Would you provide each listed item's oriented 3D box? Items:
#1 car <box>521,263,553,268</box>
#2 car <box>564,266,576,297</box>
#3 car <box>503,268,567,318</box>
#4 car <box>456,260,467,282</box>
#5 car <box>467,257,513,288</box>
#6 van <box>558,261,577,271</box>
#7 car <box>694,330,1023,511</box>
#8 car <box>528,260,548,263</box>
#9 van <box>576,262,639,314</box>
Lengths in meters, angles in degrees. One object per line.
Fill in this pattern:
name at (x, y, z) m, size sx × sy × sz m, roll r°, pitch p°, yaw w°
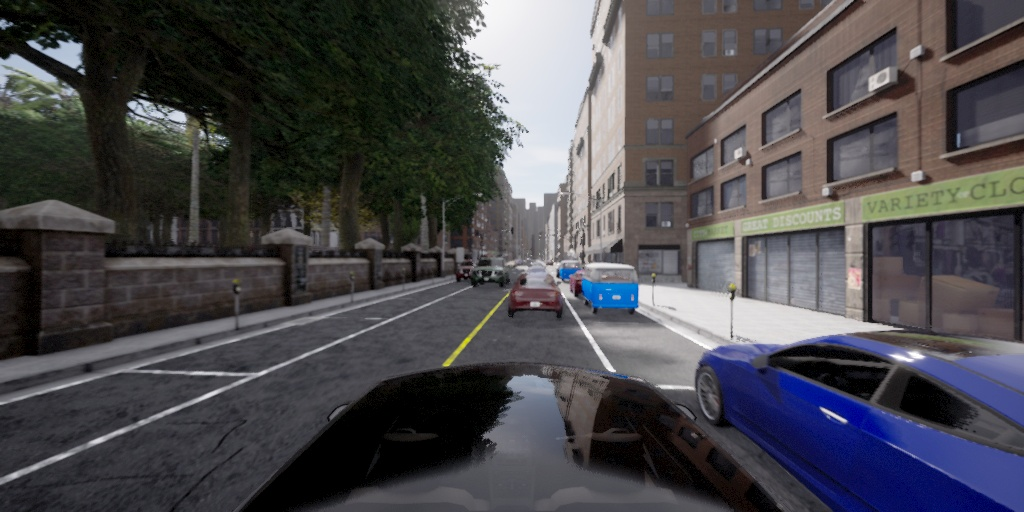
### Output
car at (1.891, 1.469, 26.778) m, size 2.033 × 1.411 × 5.357 m, roll 0°, pitch 0°, yaw 4°
car at (4.122, 1.433, 19.700) m, size 1.888 × 1.381 × 4.507 m, roll 0°, pitch 0°, yaw 4°
car at (0.888, 1.359, 13.469) m, size 1.812 × 1.442 × 4.674 m, roll 0°, pitch 0°, yaw 4°
car at (-3.530, 1.240, 31.590) m, size 2.192 × 1.841 × 5.009 m, roll 0°, pitch 0°, yaw 4°
car at (-1.411, 1.120, 25.427) m, size 2.150 × 2.045 × 5.566 m, roll 0°, pitch 0°, yaw 4°
van at (4.973, 1.303, 30.989) m, size 1.690 × 1.789 × 3.998 m, roll 0°, pitch 0°, yaw 4°
car at (3.138, 1.297, 2.721) m, size 1.812 × 1.442 × 4.674 m, roll 0°, pitch 0°, yaw 4°
car at (2.899, 1.517, 41.384) m, size 1.837 × 1.490 × 4.892 m, roll 0°, pitch -1°, yaw 4°
van at (3.697, 1.191, 14.055) m, size 1.690 × 1.789 × 3.998 m, roll 0°, pitch 0°, yaw 4°
